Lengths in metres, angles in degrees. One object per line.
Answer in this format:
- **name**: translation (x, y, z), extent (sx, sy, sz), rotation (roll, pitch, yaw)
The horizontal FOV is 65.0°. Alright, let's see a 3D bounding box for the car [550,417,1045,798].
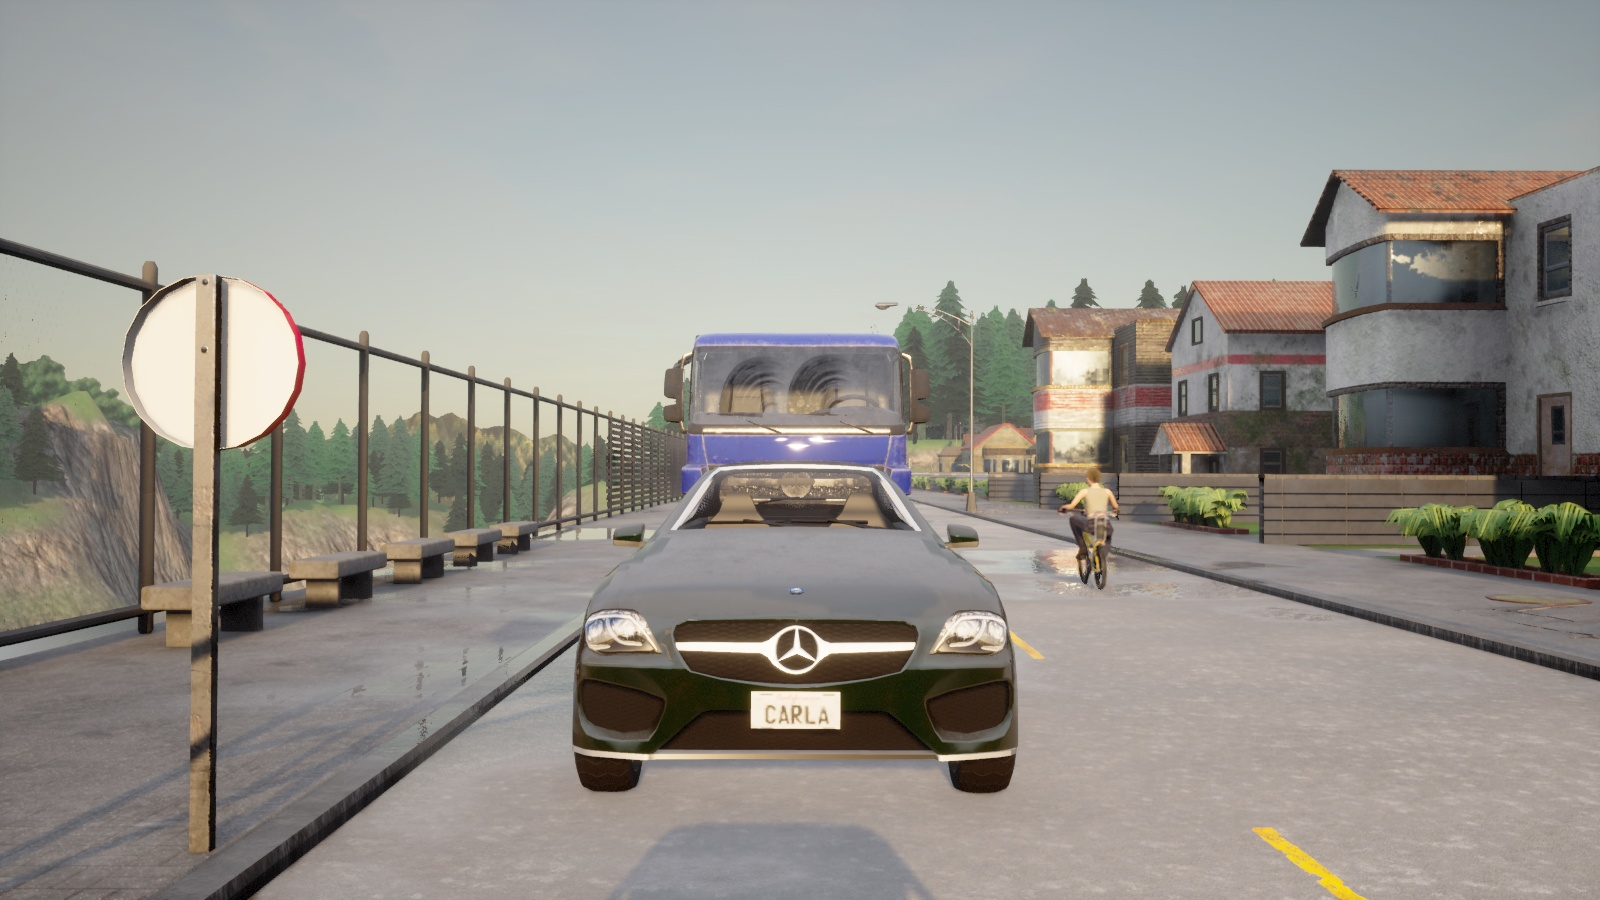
- **car**: translation (-0.021, 0.727, 7.996), extent (2.152, 1.651, 5.027), rotation (0, -1, 0)

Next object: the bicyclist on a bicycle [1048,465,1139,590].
- **bicyclist on a bicycle**: translation (3.952, 1.021, 17.030), extent (0.866, 1.612, 1.509), rotation (0, -1, 0)

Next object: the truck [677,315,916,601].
- **truck**: translation (-0.052, 0.155, 19.219), extent (2.891, 3.462, 7.936), rotation (0, -1, 0)
